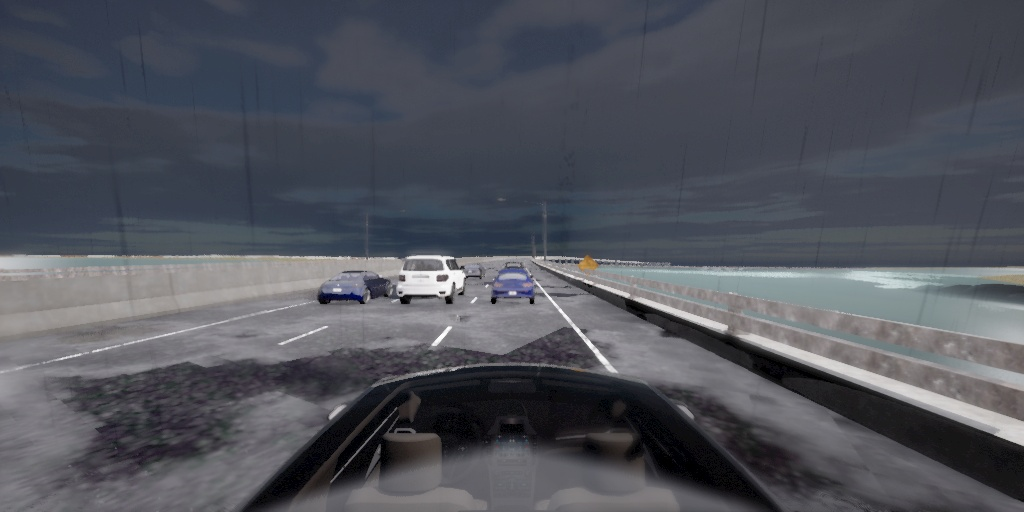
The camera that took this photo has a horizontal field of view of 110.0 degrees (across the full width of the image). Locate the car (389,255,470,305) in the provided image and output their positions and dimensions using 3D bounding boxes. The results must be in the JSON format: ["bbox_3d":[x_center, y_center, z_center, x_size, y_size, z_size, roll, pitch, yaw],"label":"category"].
[{"bbox_3d":[-3.460,1.012,16.329,2.150,2.045,5.566,0,0,0],"label":"car"}]

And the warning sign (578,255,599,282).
[{"bbox_3d":[4.623,0.869,21.680,1.300,1.860,1.060,0,0,0],"label":"warning sign"}]

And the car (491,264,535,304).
[{"bbox_3d":[0.040,1.287,16.279,1.812,1.442,4.674,0,0,0],"label":"car"}]

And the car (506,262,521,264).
[{"bbox_3d":[0.160,1.272,31.214,1.837,1.490,4.892,0,0,1],"label":"car"}]

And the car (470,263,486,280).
[{"bbox_3d":[-3.340,1.319,31.251,2.033,1.411,5.357,0,0,1],"label":"car"}]

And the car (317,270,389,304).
[{"bbox_3d":[-6.960,1.327,16.316,1.994,1.385,4.181,0,0,0],"label":"car"}]
